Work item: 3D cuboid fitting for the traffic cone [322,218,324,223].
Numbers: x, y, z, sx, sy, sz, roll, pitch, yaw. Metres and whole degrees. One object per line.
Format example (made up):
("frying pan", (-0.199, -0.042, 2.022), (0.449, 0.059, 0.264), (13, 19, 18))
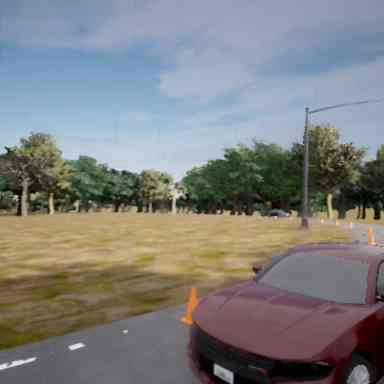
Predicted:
("traffic cone", (15.405, 3.352, 39.192), (0.340, 0.580, 0.340), (2, -3, 1))

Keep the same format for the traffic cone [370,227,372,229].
("traffic cone", (11.256, 2.483, 20.932), (0.340, 0.580, 0.340), (1, -2, 25))

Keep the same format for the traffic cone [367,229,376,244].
("traffic cone", (9.056, 2.318, 16.760), (0.340, 0.580, 0.340), (1, -1, 31))

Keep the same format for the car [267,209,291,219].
("car", (14.634, 3.684, 56.180), (2.128, 1.511, 4.902), (3, -3, -21))

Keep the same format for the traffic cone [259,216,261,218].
("traffic cone", (11.780, 4.141, 57.563), (0.340, 0.580, 0.340), (3, -3, -23))

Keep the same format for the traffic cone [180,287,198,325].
("traffic cone", (0.029, 1.994, 5.921), (0.340, 0.580, 0.340), (1, 0, -41))

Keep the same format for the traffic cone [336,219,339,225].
("traffic cone", (15.093, 3.116, 34.491), (0.340, 0.580, 0.340), (2, -3, 7))

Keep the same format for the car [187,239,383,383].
("car", (2.136, 1.537, 4.953), (5.008, 1.535, 1.882), (1, 0, -43))

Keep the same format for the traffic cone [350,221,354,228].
("traffic cone", (14.291, 2.883, 29.846), (0.340, 0.580, 0.340), (2, -2, 13))

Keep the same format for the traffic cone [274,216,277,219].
("traffic cone", (13.403, 3.959, 53.136), (0.340, 0.580, 0.340), (3, -3, -17))

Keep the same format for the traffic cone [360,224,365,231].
("traffic cone", (13.007, 2.672, 25.310), (0.340, 0.580, 0.340), (2, -2, 19))
